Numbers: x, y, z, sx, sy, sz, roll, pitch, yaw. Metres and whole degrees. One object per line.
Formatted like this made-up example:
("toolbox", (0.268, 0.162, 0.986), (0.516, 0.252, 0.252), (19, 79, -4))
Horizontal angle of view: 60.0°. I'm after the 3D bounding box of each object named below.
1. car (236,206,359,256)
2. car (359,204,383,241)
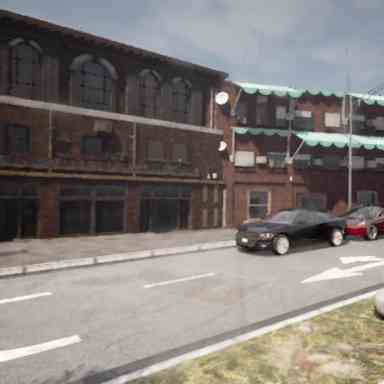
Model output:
("car", (3.951, 1.382, 12.927), (5.008, 1.535, 2.097), (-1, 0, -32))
("car", (8.588, 1.353, 15.871), (4.792, 1.488, 2.163), (-1, 0, -31))
